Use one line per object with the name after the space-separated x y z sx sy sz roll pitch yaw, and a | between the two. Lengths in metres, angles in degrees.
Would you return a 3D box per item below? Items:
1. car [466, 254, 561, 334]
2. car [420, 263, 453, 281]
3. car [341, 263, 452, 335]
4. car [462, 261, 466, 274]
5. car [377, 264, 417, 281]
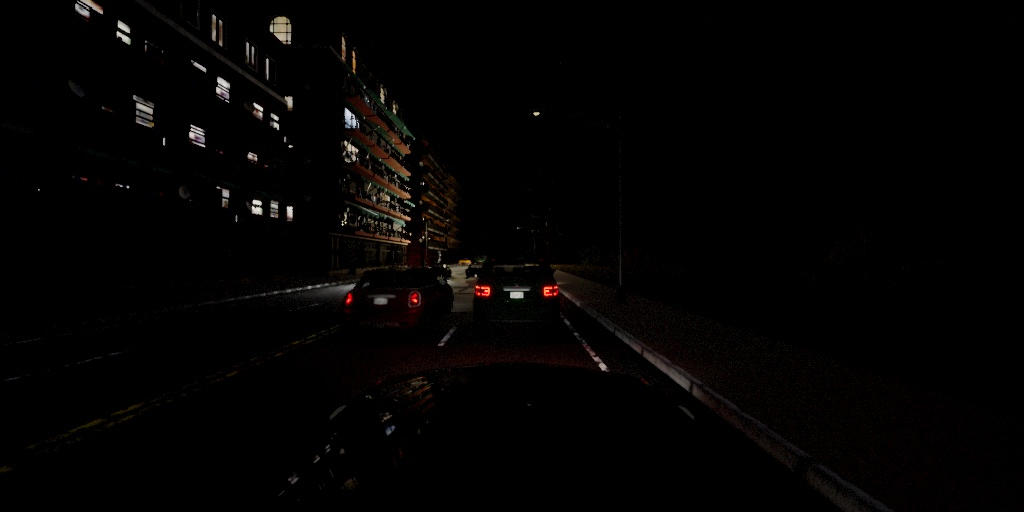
0.129 0.973 10.762 2.150 2.045 5.566 0 0 0 | car
-6.486 1.316 31.327 1.994 1.385 4.181 0 0 0 | car
-3.118 1.103 10.661 2.097 1.767 4.553 0 0 0 | car
-3.030 1.353 32.729 1.895 1.301 4.718 0 0 0 | car
-9.739 1.353 30.663 1.895 1.301 4.718 0 0 0 | car
